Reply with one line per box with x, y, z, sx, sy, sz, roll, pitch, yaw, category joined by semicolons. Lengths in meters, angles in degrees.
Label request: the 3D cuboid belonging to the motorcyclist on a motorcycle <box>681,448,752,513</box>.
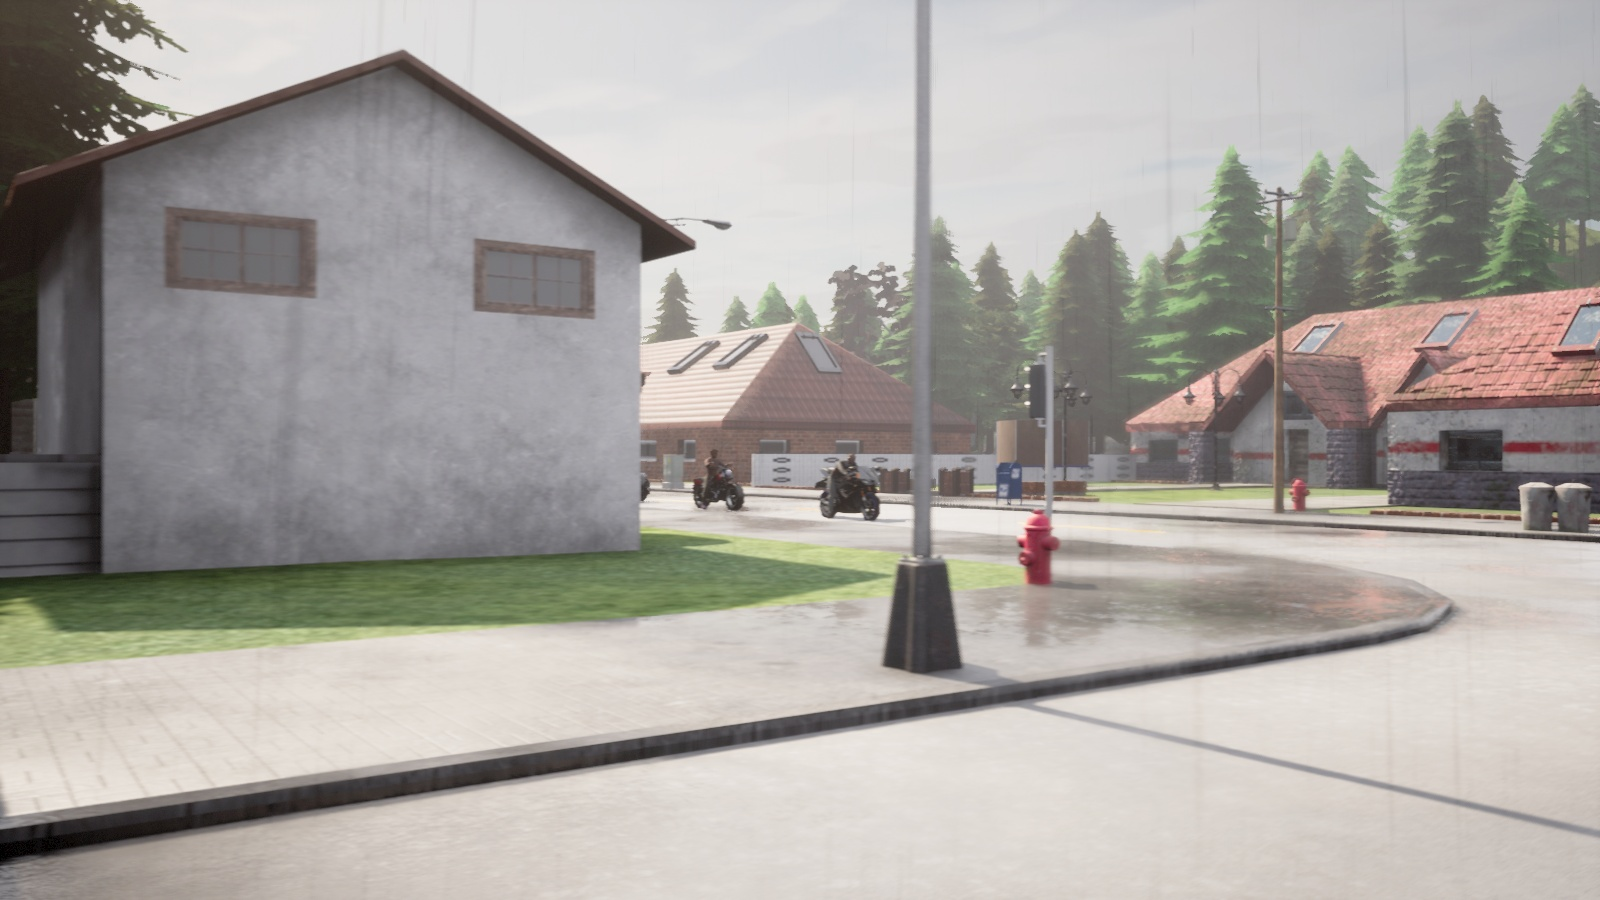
-2.213;0.776;33.010;0.766;1.649;2.350;0;0;-35;motorcyclist on a motorcycle

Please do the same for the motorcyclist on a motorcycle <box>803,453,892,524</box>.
1.052;0.842;28.325;0.866;1.530;2.191;0;0;-35;motorcyclist on a motorcycle

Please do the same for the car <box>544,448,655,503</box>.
-6.244;0.746;38.790;1.851;1.617;3.988;0;0;-35;car
